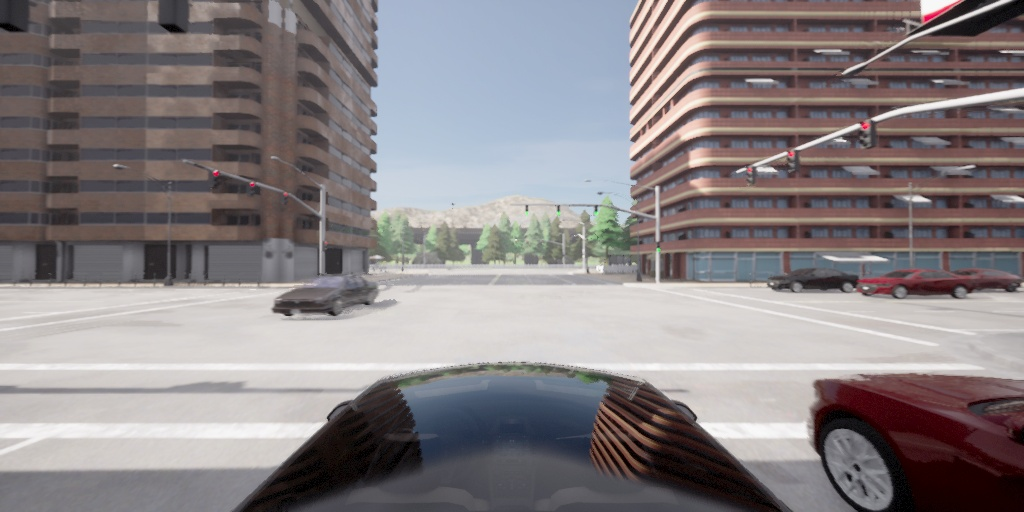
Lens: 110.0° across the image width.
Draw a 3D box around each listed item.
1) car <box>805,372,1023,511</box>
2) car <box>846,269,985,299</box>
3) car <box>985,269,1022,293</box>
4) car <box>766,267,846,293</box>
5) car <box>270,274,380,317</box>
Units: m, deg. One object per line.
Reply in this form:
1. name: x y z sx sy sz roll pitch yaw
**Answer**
1. car: 3.602 1.221 1.193 1.882 1.535 5.008 0 -1 0
2. car: 21.322 1.439 19.110 5.008 1.535 1.882 0 -1 0
3. car: 29.108 1.530 22.635 4.674 1.442 1.812 0 -1 -1
4. car: 18.850 1.482 22.597 5.008 1.535 1.882 0 -1 0
5. car: -6.997 1.448 14.262 2.033 1.411 5.357 0 -1 0
